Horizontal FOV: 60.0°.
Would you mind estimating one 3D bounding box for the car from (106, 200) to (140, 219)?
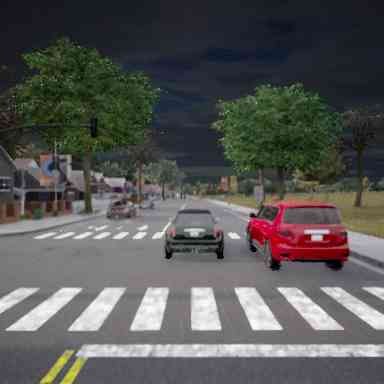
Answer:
[{"bbox_3d":[-6.601,1.605,31.451,2.097,1.767,4.553,0,0,0],"label":"car"}]

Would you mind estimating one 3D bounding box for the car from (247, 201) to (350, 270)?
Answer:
[{"bbox_3d":[3.334,1.317,11.527,2.150,2.045,5.566,0,0,0],"label":"car"}]

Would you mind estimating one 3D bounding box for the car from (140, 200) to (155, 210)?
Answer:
[{"bbox_3d":[-6.583,1.890,48.606,2.128,1.511,4.902,0,-1,0],"label":"car"}]

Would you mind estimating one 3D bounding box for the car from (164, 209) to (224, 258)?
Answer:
[{"bbox_3d":[0.087,1.460,13.408,2.097,1.767,4.553,0,0,0],"label":"car"}]
